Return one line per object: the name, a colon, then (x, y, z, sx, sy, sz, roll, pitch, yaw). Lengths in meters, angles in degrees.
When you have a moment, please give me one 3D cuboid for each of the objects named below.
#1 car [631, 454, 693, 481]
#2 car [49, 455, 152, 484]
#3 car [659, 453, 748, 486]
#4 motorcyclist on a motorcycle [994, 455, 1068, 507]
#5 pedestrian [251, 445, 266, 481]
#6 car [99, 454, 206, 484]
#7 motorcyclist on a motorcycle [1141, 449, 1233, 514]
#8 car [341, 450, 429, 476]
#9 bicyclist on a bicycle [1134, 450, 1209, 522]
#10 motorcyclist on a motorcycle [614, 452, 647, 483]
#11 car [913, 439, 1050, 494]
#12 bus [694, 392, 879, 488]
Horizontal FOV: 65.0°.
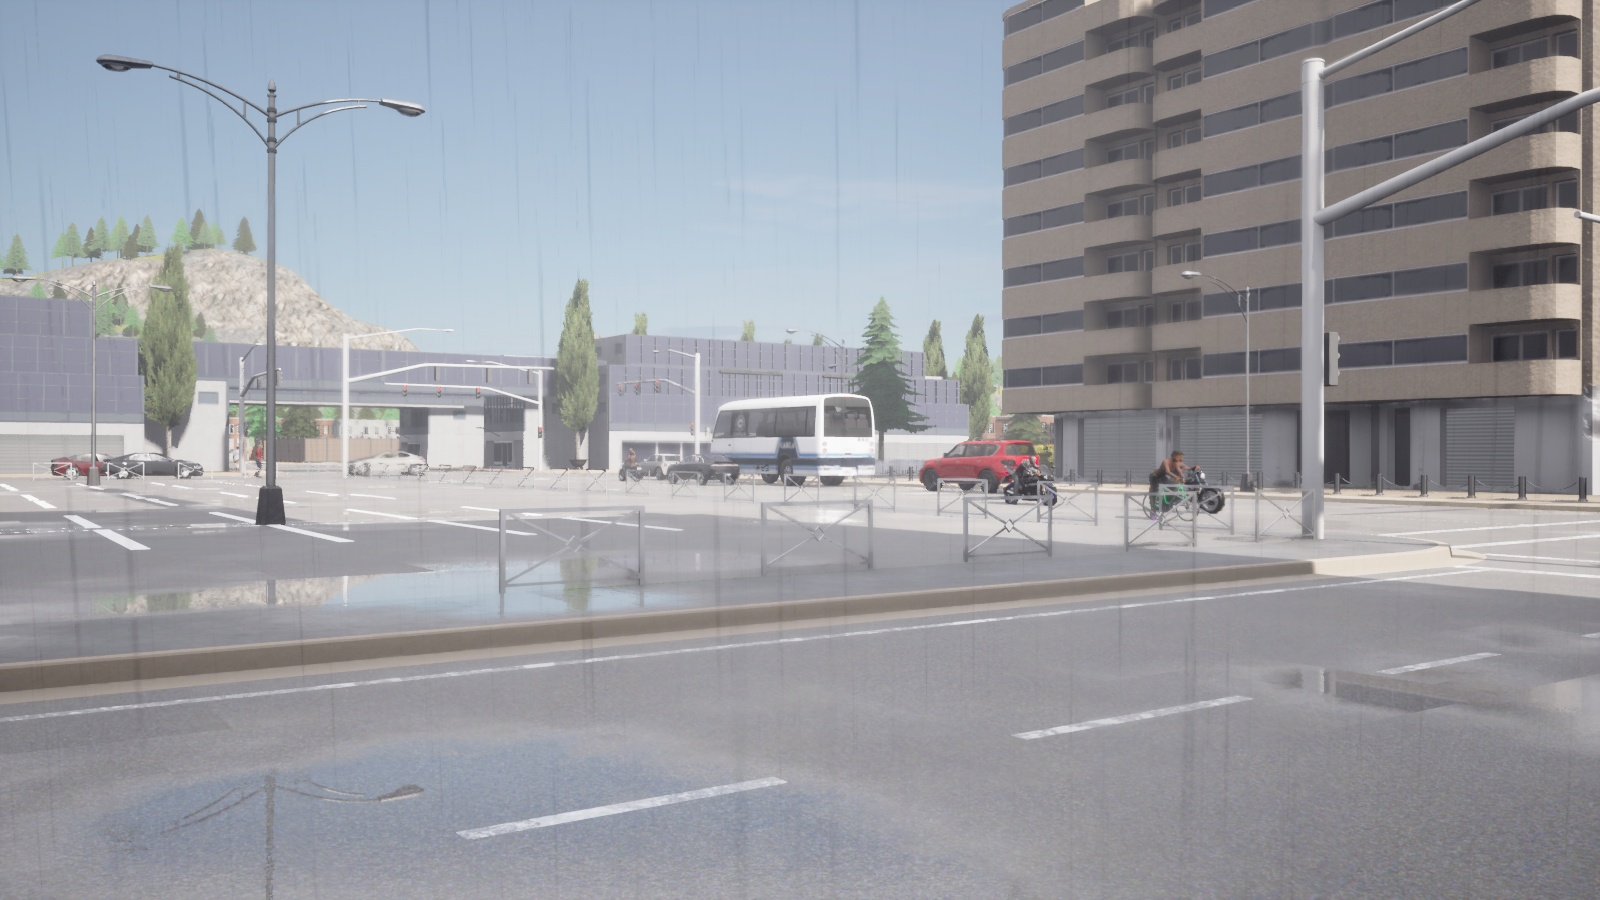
car: (-7.896, 0.957, 71.525, 1.970, 1.475, 3.806, 0, 0, -34)
car: (-38.436, 1.050, 69.001, 4.792, 1.488, 2.163, 0, 0, -33)
car: (-4.736, 0.915, 60.790, 2.128, 1.511, 4.902, 0, 0, -34)
motorcyclist on a motorcycle: (6.925, 0.913, 37.755, 0.866, 1.530, 2.191, 0, 0, -35)
pedestrian: (-28.618, 0.682, 66.373, 0.636, 1.846, 0.331, 0, 0, -35)
car: (-34.676, 0.995, 67.294, 4.902, 1.511, 2.128, 0, 0, -34)
motorcyclist on a motorcycle: (10.169, 0.810, 33.058, 0.766, 1.649, 2.350, 0, 0, -35)
car: (-26.804, 0.834, 81.159, 5.027, 1.651, 2.152, 0, 0, -35)
bicyclist on a bicycle: (8.608, 0.806, 29.160, 0.582, 1.620, 1.656, 0, 0, -35)
motorcyclist on a motorcycle: (-9.068, 0.934, 67.065, 0.766, 1.649, 2.350, 0, 0, -35)
car: (7.104, 0.625, 49.813, 2.150, 2.045, 5.566, 0, 0, -35)
bus: (-0.890, -0.424, 61.381, 3.944, 4.253, 10.273, 0, 0, -35)
